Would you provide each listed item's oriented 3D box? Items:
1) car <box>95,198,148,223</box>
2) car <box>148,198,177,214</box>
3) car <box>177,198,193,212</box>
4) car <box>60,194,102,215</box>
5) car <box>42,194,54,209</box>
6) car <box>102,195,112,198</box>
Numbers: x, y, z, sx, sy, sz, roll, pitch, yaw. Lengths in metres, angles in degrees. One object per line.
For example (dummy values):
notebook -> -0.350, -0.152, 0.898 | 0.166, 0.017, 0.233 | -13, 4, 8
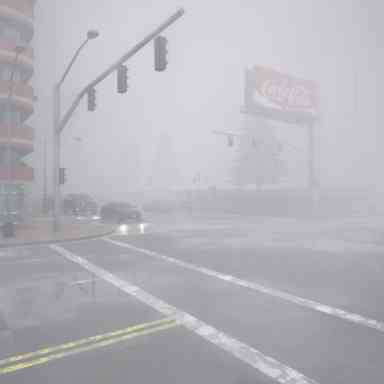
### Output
car -> -5.590, 1.505, 25.871 | 1.837, 1.490, 4.892 | 0, 0, -36
car -> -3.852, 1.564, 35.776 | 1.994, 1.385, 4.181 | 0, 0, -36
car -> -1.895, 1.477, 39.048 | 1.882, 1.535, 5.008 | 0, 0, -36
car -> -11.590, 1.221, 34.206 | 2.150, 2.045, 5.566 | 0, 0, -36
car -> -17.750, 1.221, 42.776 | 2.150, 2.045, 5.566 | 0, 0, -35
car -> -15.290, 1.352, 57.649 | 2.097, 1.767, 4.553 | 0, 0, -36
